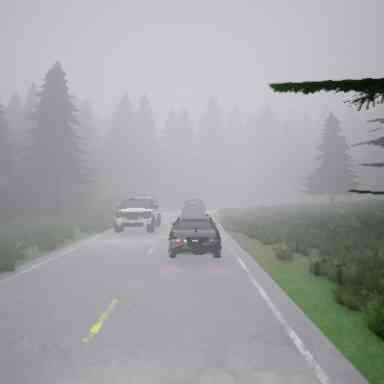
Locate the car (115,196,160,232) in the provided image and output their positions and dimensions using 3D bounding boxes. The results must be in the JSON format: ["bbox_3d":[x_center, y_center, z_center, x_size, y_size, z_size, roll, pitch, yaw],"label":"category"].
[{"bbox_3d":[-3.301,1.299,21.111,2.150,2.045,5.566,0,0,0],"label":"car"}]

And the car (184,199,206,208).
[{"bbox_3d":[0.293,1.474,33.320,2.097,1.767,4.553,0,0,3],"label":"car"}]

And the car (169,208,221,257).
[{"bbox_3d":[0.097,1.596,13.163,2.033,1.411,5.357,0,0,0],"label":"car"}]
